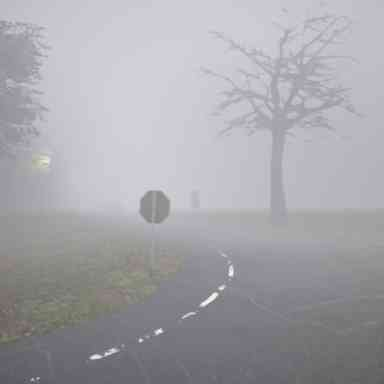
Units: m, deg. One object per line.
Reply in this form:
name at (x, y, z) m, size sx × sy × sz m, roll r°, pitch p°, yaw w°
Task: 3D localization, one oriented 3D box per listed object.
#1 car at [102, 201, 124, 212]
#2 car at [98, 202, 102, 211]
car at (-12.195, 2.196, 52.293) m, size 2.097 × 1.767 × 4.553 m, roll 3°, pitch -3°, yaw -26°
car at (-15.210, 2.503, 58.288) m, size 2.128 × 1.511 × 4.902 m, roll 3°, pitch -3°, yaw -26°
